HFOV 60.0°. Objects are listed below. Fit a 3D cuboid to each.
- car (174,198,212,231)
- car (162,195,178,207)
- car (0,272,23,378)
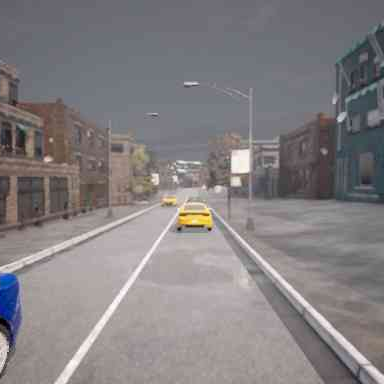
[{"bbox_3d":[0.145,1.376,20.016,1.882,1.535,5.008,0,0,0],"label":"car"},{"bbox_3d":[-2.904,1.200,44.560,1.882,1.535,5.008,0,0,1],"label":"car"},{"bbox_3d":[-3.197,1.475,2.366,1.882,1.535,5.008,0,0,0],"label":"car"}]
